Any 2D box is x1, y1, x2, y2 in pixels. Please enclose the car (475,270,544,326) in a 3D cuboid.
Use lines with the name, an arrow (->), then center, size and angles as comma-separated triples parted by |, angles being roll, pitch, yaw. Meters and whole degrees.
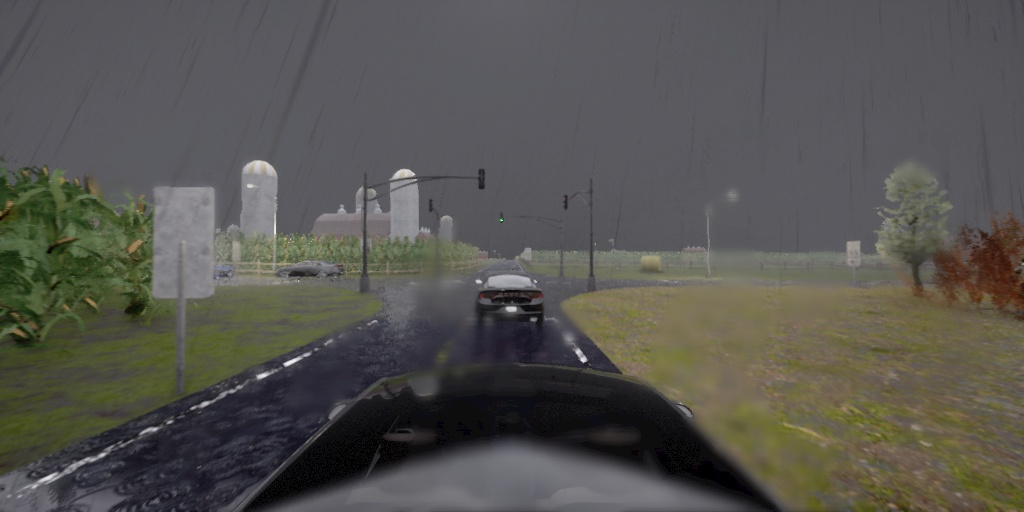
car -> -0.163, 1.201, 11.639 | 1.882, 1.535, 5.008 | 0, 0, -4

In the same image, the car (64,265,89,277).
car -> -30.761, 0.886, 23.351 | 5.008, 1.535, 1.882 | 0, -1, -3

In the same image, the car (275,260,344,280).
car -> -15.595, 1.086, 27.780 | 4.902, 1.511, 2.128 | 0, -1, 1

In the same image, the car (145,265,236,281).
car -> -21.303, 0.960, 23.866 | 5.008, 1.535, 1.882 | 0, -1, -3
